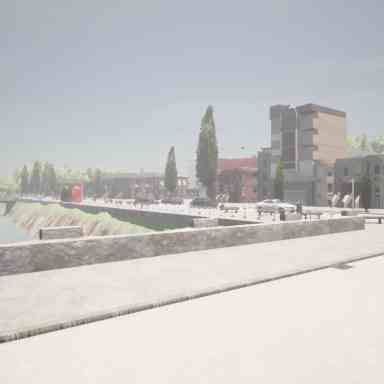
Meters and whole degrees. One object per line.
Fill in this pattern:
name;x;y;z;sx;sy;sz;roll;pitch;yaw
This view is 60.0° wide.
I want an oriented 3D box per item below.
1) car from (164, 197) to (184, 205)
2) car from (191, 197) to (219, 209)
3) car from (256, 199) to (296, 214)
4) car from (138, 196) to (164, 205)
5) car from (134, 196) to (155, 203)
car;-3.626;1.547;60.287;2.033;1.411;5.357;0;0;-36
car;1.709;1.505;45.638;1.837;1.490;4.892;0;0;-36
car;8.906;1.526;35.617;1.812;1.442;4.674;0;0;-36
car;-7.557;1.493;58.707;2.128;1.511;4.902;0;0;-35
car;-9.838;1.546;68.948;2.033;1.411;5.357;0;0;-36
